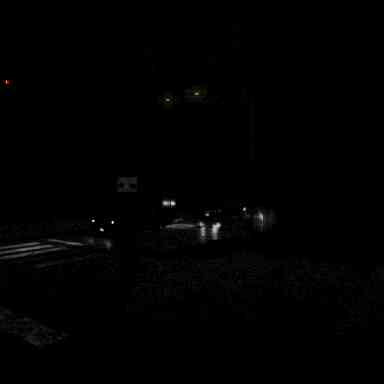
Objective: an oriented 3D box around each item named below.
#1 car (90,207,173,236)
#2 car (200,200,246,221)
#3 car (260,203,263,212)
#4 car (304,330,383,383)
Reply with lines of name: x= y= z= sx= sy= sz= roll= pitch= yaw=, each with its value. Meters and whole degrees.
car: x=-3.168 y=1.536 z=18.159 sx=1.895 sy=1.301 sz=4.718 roll=0 pitch=0 yaw=35
car: x=2.517 y=1.385 z=26.165 sx=2.128 sy=1.511 sz=4.902 roll=0 pitch=0 yaw=35
car: x=8.863 y=1.339 z=35.085 sx=2.128 sy=1.511 sz=4.902 roll=0 pitch=0 yaw=35
car: x=2.757 y=1.315 z=0.841 sx=5.009 sy=1.841 sz=2.192 roll=0 pitch=0 yaw=35
